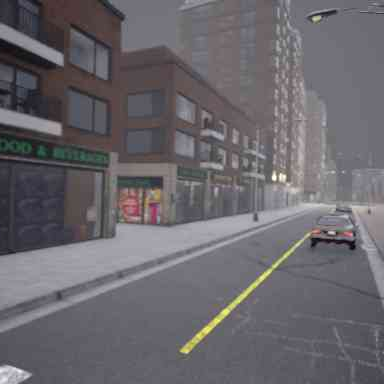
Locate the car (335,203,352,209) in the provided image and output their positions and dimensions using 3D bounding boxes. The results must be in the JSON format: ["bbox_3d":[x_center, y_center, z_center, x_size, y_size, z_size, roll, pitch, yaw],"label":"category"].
[{"bbox_3d":[20.539,2.157,45.137,1.994,1.385,4.181,1,0,25],"label":"car"}]

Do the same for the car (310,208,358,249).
[{"bbox_3d":[6.738,1.739,15.765,2.033,1.411,5.357,1,0,25],"label":"car"}]
